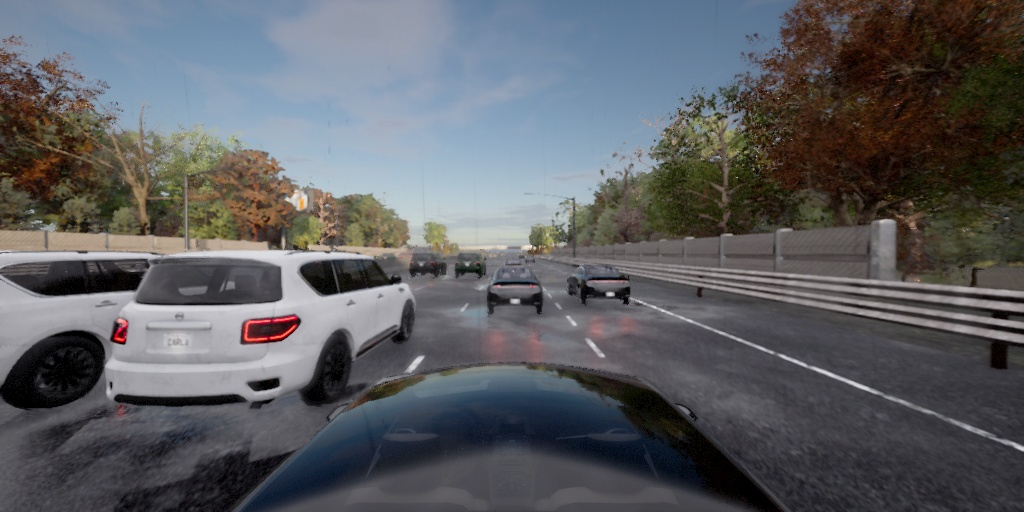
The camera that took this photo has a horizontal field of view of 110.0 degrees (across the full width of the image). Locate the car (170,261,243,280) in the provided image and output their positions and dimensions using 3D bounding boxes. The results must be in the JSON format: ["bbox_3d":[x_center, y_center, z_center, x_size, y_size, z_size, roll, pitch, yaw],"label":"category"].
[{"bbox_3d":[-24.588,1.107,29.099,1.895,1.301,4.718,0,1,0],"label":"car"}]

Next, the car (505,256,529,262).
[{"bbox_3d":[0.111,0.984,30.650,2.128,1.511,4.902,0,1,0],"label":"car"}]

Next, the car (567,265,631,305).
[{"bbox_3d":[3.505,1.119,15.201,2.128,1.511,4.902,0,1,0],"label":"car"}]

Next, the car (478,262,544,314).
[{"bbox_3d":[0.104,1.138,13.268,2.128,1.511,4.902,0,1,0],"label":"car"}]

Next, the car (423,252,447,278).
[{"bbox_3d":[-6.891,0.720,29.927,2.150,2.045,5.566,0,0,0],"label":"car"}]

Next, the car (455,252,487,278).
[{"bbox_3d":[-3.391,0.720,29.914,2.150,2.045,5.566,0,0,0],"label":"car"}]

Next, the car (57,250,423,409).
[{"bbox_3d":[-3.399,0.930,6.337,2.150,2.045,5.566,0,1,0],"label":"car"}]

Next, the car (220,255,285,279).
[{"bbox_3d":[-21.086,0.855,29.421,2.097,1.767,4.553,0,1,0],"label":"car"}]

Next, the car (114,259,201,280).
[{"bbox_3d":[-28.085,1.001,28.688,2.128,1.511,4.902,0,1,0],"label":"car"}]

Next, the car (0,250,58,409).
[{"bbox_3d":[-6.900,0.931,6.228,2.150,2.045,5.566,0,1,0],"label":"car"}]
